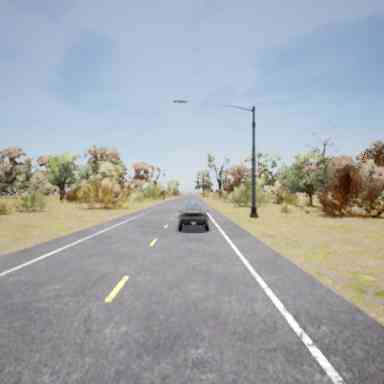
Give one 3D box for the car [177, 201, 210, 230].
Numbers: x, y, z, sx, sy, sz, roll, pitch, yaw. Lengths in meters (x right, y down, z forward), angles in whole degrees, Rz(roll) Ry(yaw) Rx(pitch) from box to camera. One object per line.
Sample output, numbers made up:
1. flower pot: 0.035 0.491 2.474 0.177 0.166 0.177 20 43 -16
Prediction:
1. car: 0.094 1.577 21.819 1.837 1.490 4.892 0 0 0
